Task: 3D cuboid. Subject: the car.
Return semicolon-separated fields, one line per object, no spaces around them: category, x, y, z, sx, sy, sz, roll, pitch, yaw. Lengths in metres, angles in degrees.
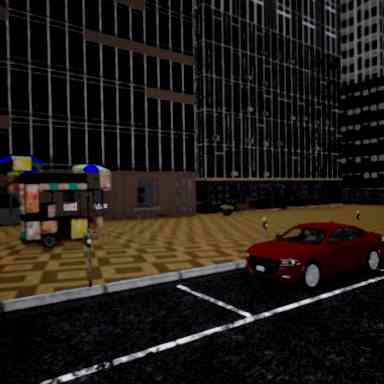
car;3.413;1.515;9.007;4.507;1.381;1.887;0;-1;-35
